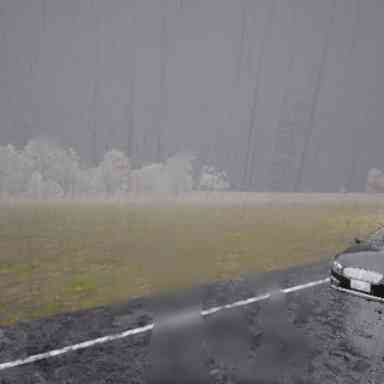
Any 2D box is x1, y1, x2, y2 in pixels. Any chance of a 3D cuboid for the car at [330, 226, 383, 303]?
[{"bbox_3d":[5.153,1.488,7.661,4.902,1.511,2.128,0,0,-35],"label":"car"}]
